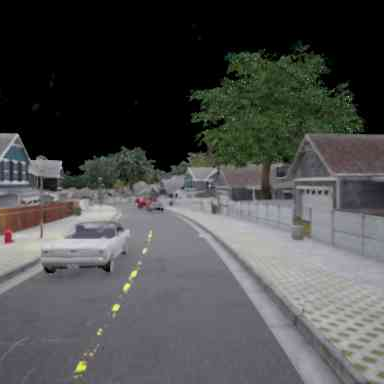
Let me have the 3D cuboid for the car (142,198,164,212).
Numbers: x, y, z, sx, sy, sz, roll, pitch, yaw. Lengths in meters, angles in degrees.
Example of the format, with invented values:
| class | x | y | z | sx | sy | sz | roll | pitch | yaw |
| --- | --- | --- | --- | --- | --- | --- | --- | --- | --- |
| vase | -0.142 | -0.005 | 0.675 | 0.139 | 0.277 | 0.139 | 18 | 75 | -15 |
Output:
| class | x | y | z | sx | sy | sz | roll | pitch | yaw |
| --- | --- | --- | --- | --- | --- | --- | --- | --- | --- |
| car | -4.774 | 1.805 | 42.743 | 2.033 | 1.411 | 5.357 | 0 | 0 | -13 |

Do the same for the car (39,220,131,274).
| class | x | y | z | sx | sy | sz | roll | pitch | yaw |
| --- | --- | --- | --- | --- | --- | --- | --- | --- | --- |
| car | -3.229 | 1.654 | 10.909 | 1.895 | 1.301 | 4.718 | 0 | 0 | -3 |

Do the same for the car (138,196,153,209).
| class | x | y | z | sx | sy | sz | roll | pitch | yaw |
| --- | --- | --- | --- | --- | --- | --- | --- | --- | --- |
| car | -7.318 | 1.591 | 52.994 | 2.150 | 2.045 | 5.566 | -1 | -1 | -16 |
